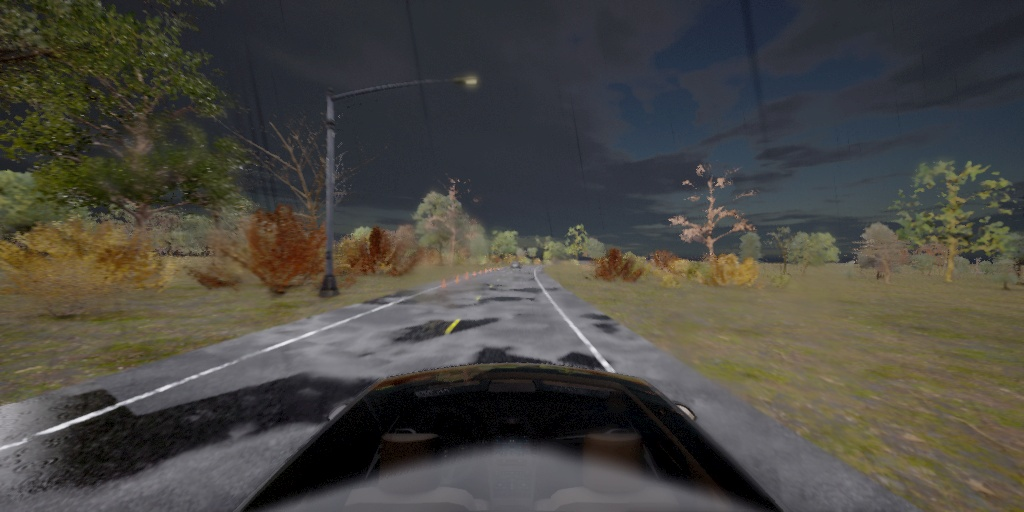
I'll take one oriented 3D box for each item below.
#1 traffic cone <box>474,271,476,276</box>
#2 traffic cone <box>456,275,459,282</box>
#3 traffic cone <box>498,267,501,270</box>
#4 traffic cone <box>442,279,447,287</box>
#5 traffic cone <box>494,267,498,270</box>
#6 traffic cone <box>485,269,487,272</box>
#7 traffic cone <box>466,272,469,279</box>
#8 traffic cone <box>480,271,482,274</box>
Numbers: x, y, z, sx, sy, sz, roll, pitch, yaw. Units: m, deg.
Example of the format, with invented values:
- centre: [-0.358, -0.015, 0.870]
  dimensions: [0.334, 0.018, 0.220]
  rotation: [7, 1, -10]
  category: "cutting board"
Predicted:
- centre: [-4.086, 1.892, 39.418]
  dimensions: [0.340, 0.580, 0.340]
  rotation: [0, 0, 3]
  category: "traffic cone"
- centre: [-4.479, 1.832, 29.387]
  dimensions: [0.340, 0.580, 0.340]
  rotation: [0, 0, 2]
  category: "traffic cone"
- centre: [-2.554, 2.134, 64.469]
  dimensions: [0.340, 0.580, 0.340]
  rotation: [0, 0, 4]
  category: "traffic cone"
- centre: [-4.628, 1.806, 24.369]
  dimensions: [0.340, 0.580, 0.340]
  rotation: [0, 0, 2]
  category: "traffic cone"
- centre: [-2.922, 2.077, 59.463]
  dimensions: [0.340, 0.580, 0.340]
  rotation: [0, 0, 4]
  category: "traffic cone"
- centre: [-3.567, 1.973, 49.444]
  dimensions: [0.340, 0.580, 0.340]
  rotation: [0, 0, 3]
  category: "traffic cone"
- centre: [-4.298, 1.859, 34.403]
  dimensions: [0.340, 0.580, 0.340]
  rotation: [0, 0, 2]
  category: "traffic cone"
- centre: [-3.842, 1.930, 44.432]
  dimensions: [0.340, 0.580, 0.340]
  rotation: [0, 0, 3]
  category: "traffic cone"
